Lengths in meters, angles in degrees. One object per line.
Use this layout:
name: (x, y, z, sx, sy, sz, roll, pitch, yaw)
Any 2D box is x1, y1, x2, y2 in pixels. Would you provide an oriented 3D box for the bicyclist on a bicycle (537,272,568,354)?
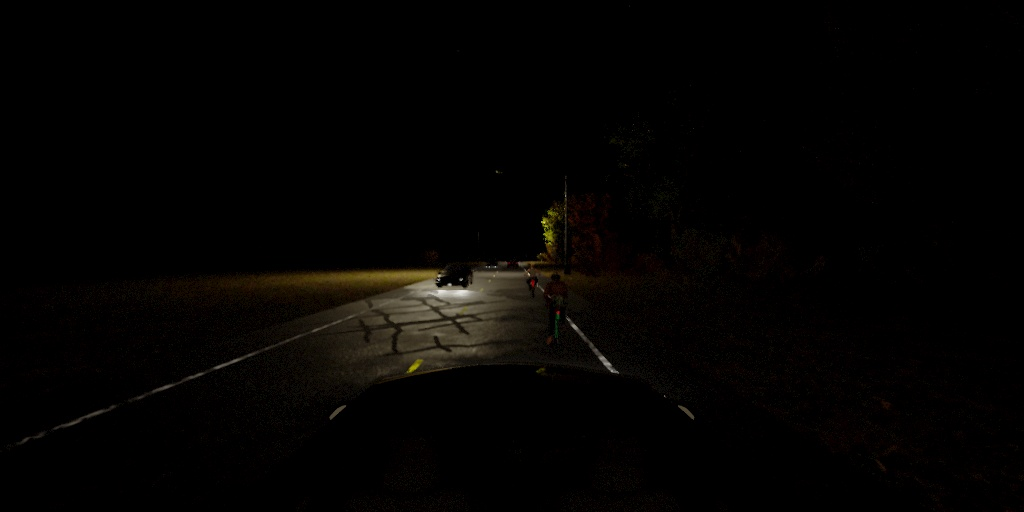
bicyclist on a bicycle: (0.964, 1.191, 7.783, 0.582, 1.620, 1.656, 0, 0, 0)

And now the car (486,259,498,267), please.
car: (-3.527, 1.176, 63.470, 2.033, 1.411, 5.357, 0, 0, 1)

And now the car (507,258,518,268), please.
car: (0.115, 1.186, 58.443, 2.033, 1.411, 5.357, 0, 0, 0)

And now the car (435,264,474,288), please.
car: (-3.595, 1.255, 23.315, 2.033, 1.411, 5.357, 0, 0, 0)

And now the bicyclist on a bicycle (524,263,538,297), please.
bicyclist on a bicycle: (0.989, 1.155, 17.402, 0.866, 1.612, 1.509, 0, 0, 0)
